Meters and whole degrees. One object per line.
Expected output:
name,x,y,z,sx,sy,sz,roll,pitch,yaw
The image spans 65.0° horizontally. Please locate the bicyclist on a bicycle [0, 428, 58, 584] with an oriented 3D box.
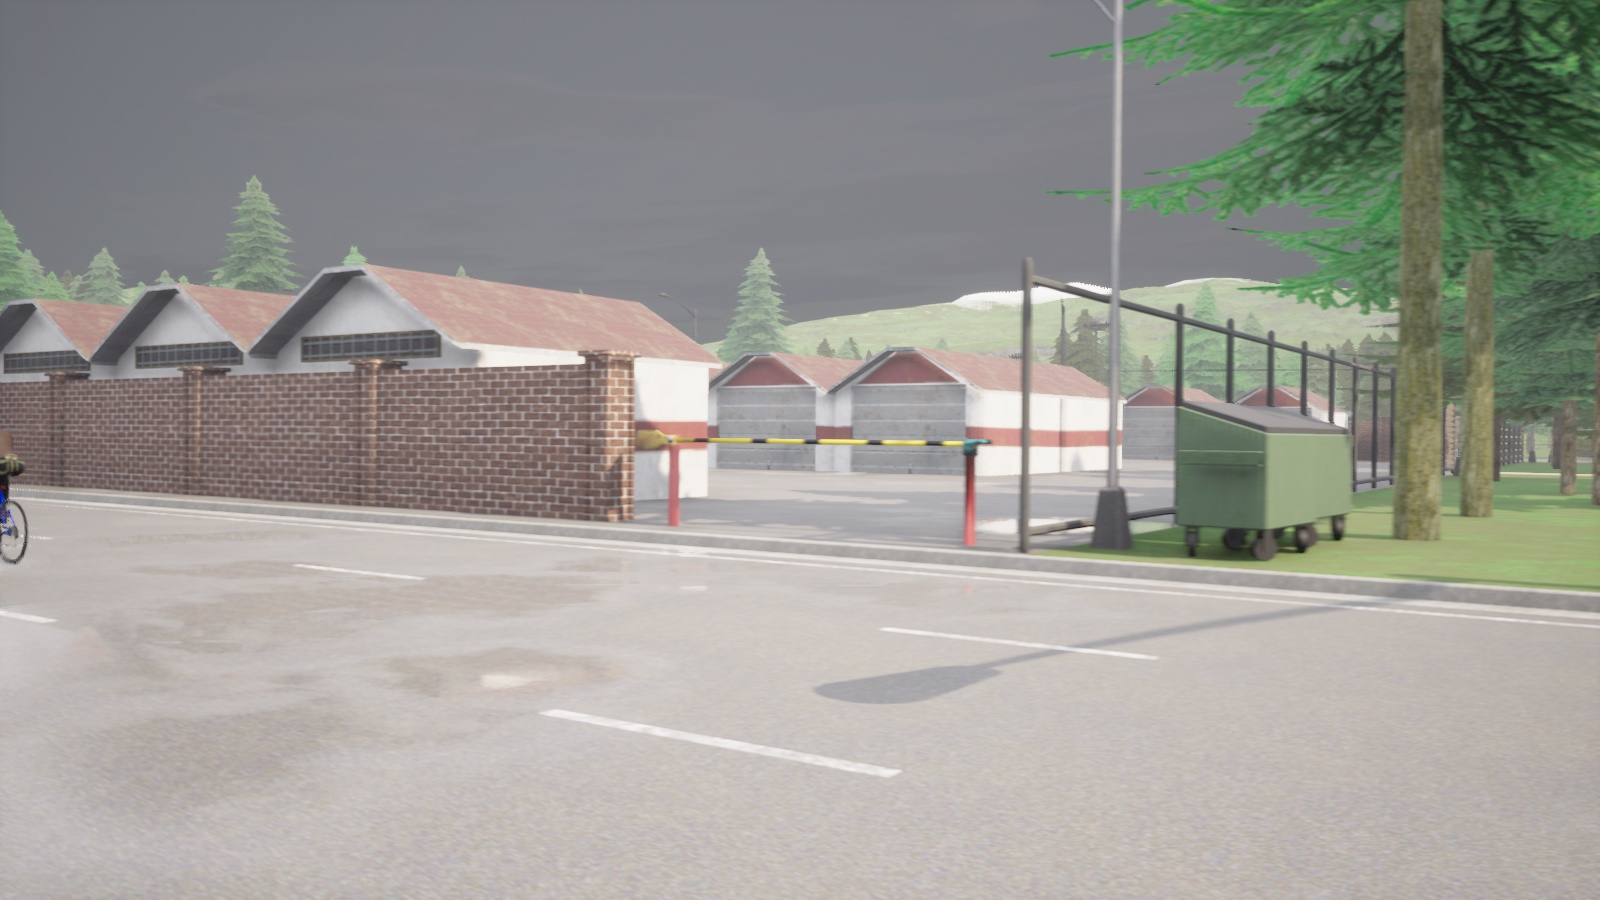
bicyclist on a bicycle,-8.831,0.577,13.691,1.656,1.620,0.582,0,1,34
